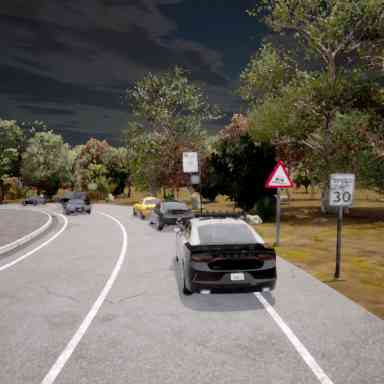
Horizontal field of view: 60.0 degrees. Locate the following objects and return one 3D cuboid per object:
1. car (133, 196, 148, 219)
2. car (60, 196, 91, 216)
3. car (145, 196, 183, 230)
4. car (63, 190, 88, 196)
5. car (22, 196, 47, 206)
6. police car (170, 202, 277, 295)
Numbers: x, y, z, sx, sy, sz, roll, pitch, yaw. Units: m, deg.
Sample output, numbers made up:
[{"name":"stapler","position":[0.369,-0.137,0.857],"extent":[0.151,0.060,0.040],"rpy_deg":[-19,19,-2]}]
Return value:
[{"name":"car","position":[-3.229,1.076,25.006],"extent":[1.801,1.575,5.366],"rpy_deg":[-2,1,-20]},{"name":"car","position":[-10.320,1.328,29.697],"extent":[1.994,1.385,4.181],"rpy_deg":[-3,1,-27]},{"name":"car","position":[-1.264,1.216,18.854],"extent":[1.837,1.490,4.892],"rpy_deg":[-2,1,-15]},{"name":"car","position":[-15.431,0.863,43.647],"extent":[2.150,2.045,5.566],"rpy_deg":[-5,3,-41]},{"name":"car","position":[-25.160,1.394,53.034],"extent":[4.902,1.511,2.128],"rpy_deg":[-2,3,34]},{"name":"police car","position":[0.581,1.309,8.686],"extent":[1.930,1.638,5.238],"rpy_deg":[-1,1,-6]}]
